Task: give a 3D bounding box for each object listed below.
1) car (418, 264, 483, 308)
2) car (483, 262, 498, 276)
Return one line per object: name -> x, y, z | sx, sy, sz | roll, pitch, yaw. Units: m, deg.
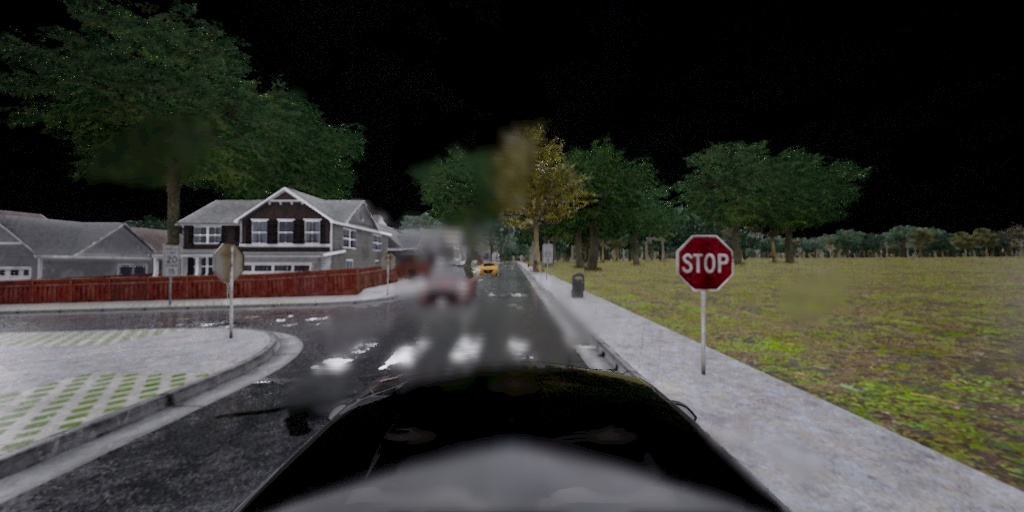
car -> -2.714, 1.206, 16.142 | 2.097, 1.767, 4.553 | -1, 0, 0
car -> -2.599, 1.459, 41.593 | 1.882, 1.535, 5.008 | 0, 0, 0
